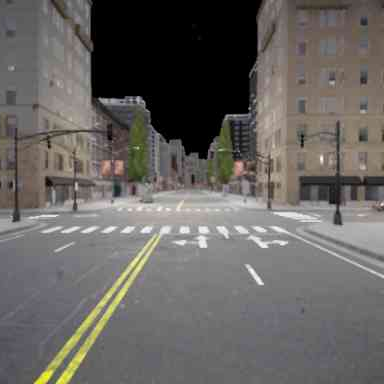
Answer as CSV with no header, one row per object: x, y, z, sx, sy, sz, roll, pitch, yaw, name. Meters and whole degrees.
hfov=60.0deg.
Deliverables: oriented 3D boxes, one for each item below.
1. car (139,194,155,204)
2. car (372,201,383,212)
-6.499,1.047,48.235,1.837,1.490,4.892,0,2,0,car
18.917,1.095,30.798,4.097,1.590,1.967,0,1,0,car
